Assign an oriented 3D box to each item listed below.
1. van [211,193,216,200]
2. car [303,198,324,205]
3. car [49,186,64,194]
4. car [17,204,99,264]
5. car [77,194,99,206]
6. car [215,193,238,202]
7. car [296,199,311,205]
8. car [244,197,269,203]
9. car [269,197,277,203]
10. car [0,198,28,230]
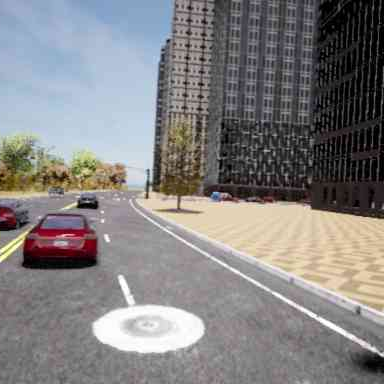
[{"bbox_3d":[6.485,1.073,77.239,3.998,1.788,1.690,3,1,-7],"label":"van"},{"bbox_3d":[29.060,2.299,79.810,4.313,1.339,1.947,3,1,-7],"label":"car"},{"bbox_3d":[-21.178,-0.200,52.294,1.812,1.442,4.674,3,0,-11],"label":"car"},{"bbox_3d":[-4.075,1.295,10.746,1.994,1.385,4.181,3,0,-17],"label":"car"},{"bbox_3d":[-10.375,0.852,33.456,1.994,1.385,4.181,3,0,-14],"label":"car"},{"bbox_3d":[7.474,1.302,68.676,4.097,1.590,1.967,3,1,-7],"label":"car"},{"bbox_3d":[24.382,2.191,70.814,4.206,1.307,1.802,3,1,-7],"label":"car"},{"bbox_3d":[13.104,1.676,69.405,4.313,1.339,1.947,3,1,-7],"label":"car"},{"bbox_3d":[17.775,1.778,78.475,4.507,1.381,1.887,3,1,-7],"label":"car"},{"bbox_3d":[-9.329,0.992,16.268,1.994,1.385,4.181,3,0,-16],"label":"car"}]
